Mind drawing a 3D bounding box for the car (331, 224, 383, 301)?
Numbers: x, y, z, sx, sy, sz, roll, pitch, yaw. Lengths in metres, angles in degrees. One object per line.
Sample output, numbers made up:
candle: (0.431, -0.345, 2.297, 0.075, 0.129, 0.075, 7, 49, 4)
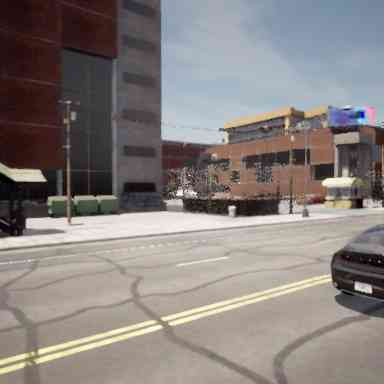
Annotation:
car: (5.025, 1.446, 7.335, 4.892, 1.490, 1.837, 0, 0, -36)

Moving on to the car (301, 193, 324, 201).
car: (24.062, 1.007, 66.512, 4.674, 1.452, 2.002, -1, 0, -36)

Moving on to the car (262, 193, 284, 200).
car: (18.249, 0.986, 74.656, 4.786, 1.482, 2.161, -1, 0, -36)

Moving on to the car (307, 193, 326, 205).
car: (17.155, 0.960, 47.449, 4.553, 1.767, 2.185, -1, 0, -36)
